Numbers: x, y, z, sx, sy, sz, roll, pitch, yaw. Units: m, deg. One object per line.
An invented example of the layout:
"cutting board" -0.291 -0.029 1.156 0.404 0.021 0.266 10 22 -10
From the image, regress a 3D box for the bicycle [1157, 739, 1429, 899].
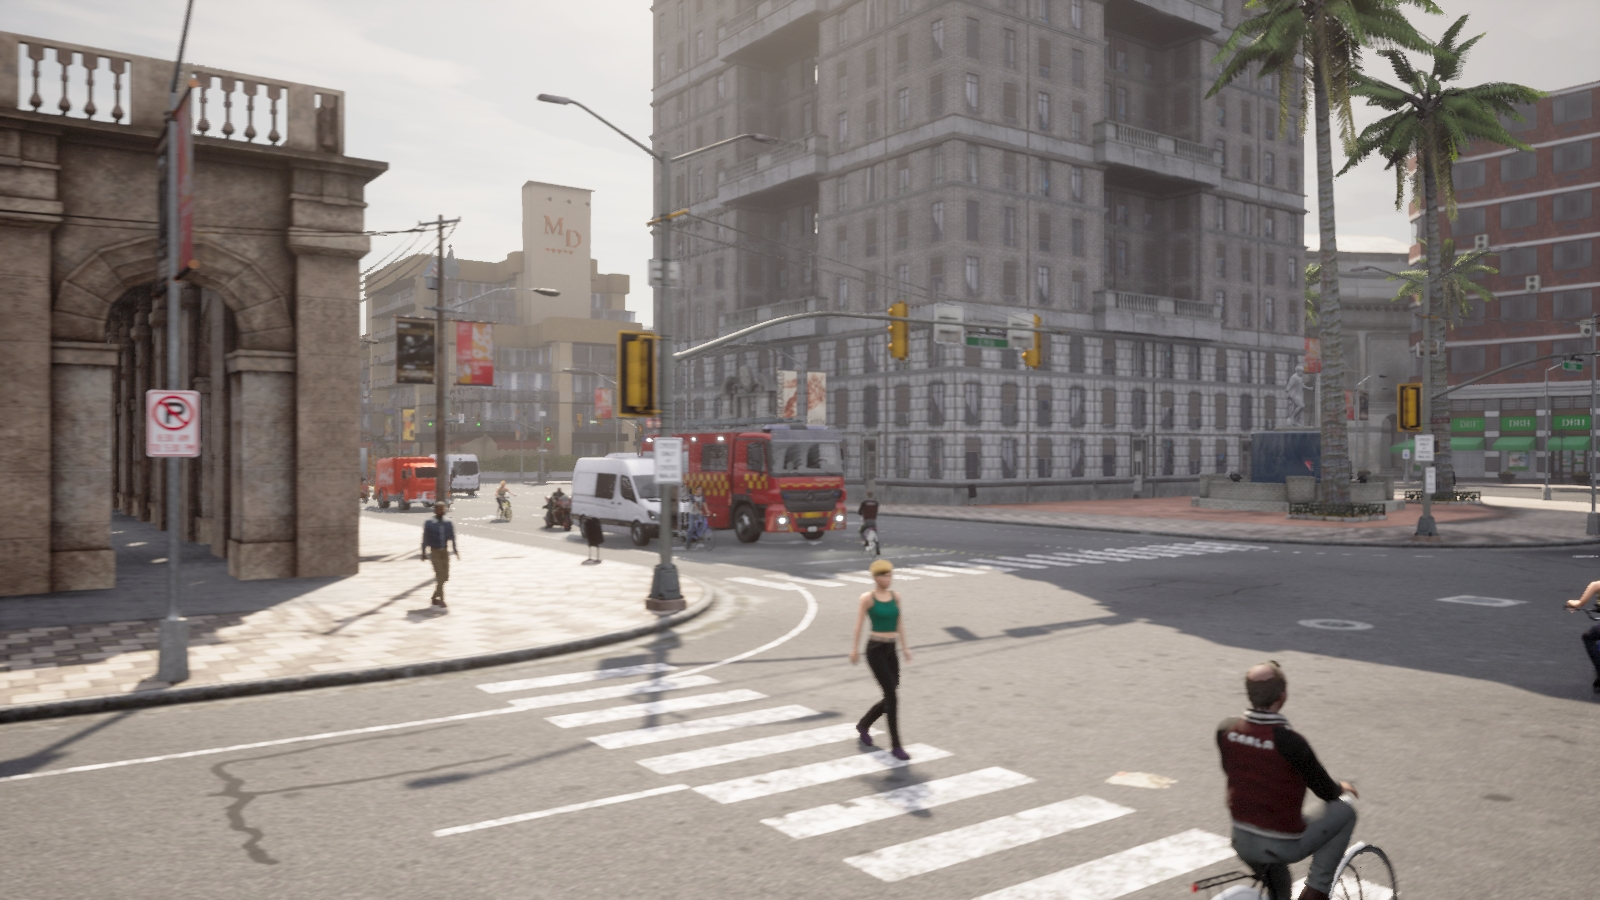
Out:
"bicycle" 2.518 2.210 5.722 1.835 1.171 0.329 -1 0 -35

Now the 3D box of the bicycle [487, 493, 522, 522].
"bicycle" -11.576 2.256 44.707 0.859 1.080 1.487 0 -1 -35

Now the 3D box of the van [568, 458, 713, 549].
"van" -5.074 1.535 35.519 1.988 2.561 5.915 0 0 -35

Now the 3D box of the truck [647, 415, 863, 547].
"truck" -1.713 0.892 37.253 2.891 3.827 8.468 0 0 -35

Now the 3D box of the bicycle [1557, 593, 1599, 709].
"bicycle" 9.237 2.257 12.958 0.859 1.080 1.487 -2 -1 26

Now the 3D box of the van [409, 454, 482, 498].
"van" -21.871 1.535 70.359 1.988 2.561 5.915 0 0 -42

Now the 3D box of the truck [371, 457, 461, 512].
"truck" -18.258 1.580 54.131 2.627 2.467 5.204 0 -1 -36

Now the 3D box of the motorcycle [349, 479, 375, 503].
"motorcycle" -23.508 2.184 61.333 0.856 1.236 1.805 0 0 -36

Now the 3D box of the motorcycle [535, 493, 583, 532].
"motorcycle" -8.528 2.206 40.406 0.867 1.251 2.209 0 0 -35

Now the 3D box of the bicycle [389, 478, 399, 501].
"bicycle" -22.814 2.211 64.216 0.329 1.171 1.835 0 0 -13

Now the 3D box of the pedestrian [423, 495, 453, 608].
"pedestrian" -6.094 1.697 19.221 0.375 1.860 0.375 0 0 -38

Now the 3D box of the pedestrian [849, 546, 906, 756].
"pedestrian" 0.717 1.849 10.624 0.375 1.860 0.375 0 0 -34
